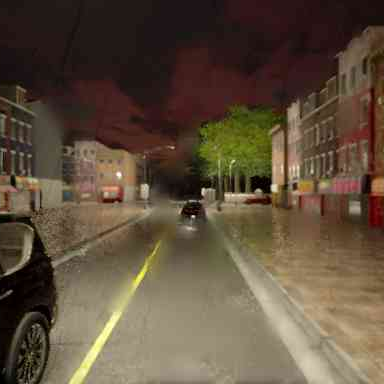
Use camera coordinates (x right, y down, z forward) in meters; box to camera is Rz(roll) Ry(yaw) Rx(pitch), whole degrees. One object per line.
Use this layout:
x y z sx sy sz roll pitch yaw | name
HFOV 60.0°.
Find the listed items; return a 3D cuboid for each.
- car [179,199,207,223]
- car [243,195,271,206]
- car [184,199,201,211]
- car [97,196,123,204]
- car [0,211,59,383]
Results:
0.102 1.501 25.586 1.837 1.490 4.892 0 -1 0 | car
11.729 1.480 59.767 5.009 1.841 2.192 1 -1 0 | car
0.102 1.570 41.471 1.994 1.385 4.181 0 0 0 | car
-14.702 1.426 59.859 4.507 1.381 1.887 1 -1 0 | car
-2.830 1.225 2.172 2.150 2.045 5.566 0 0 0 | car
